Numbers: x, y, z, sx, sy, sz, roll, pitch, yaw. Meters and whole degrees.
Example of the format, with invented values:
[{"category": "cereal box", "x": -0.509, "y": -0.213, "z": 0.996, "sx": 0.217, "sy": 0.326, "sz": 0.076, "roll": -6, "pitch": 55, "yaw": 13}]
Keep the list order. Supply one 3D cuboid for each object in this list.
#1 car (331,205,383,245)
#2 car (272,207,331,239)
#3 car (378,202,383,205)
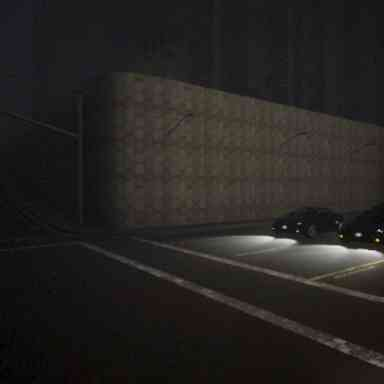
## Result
[{"category": "car", "x": 8.075, "y": 1.456, "z": 14.044, "sx": 4.181, "sy": 1.385, "sz": 1.994, "roll": -1, "pitch": 0, "yaw": -35}, {"category": "car", "x": 5.996, "y": 1.456, "z": 16.862, "sx": 4.181, "sy": 1.385, "sz": 1.994, "roll": -1, "pitch": 0, "yaw": -35}, {"category": "car", "x": 13.127, "y": 1.353, "z": 21.937, "sx": 4.674, "sy": 1.442, "sz": 1.812, "roll": -1, "pitch": 0, "yaw": -35}]
